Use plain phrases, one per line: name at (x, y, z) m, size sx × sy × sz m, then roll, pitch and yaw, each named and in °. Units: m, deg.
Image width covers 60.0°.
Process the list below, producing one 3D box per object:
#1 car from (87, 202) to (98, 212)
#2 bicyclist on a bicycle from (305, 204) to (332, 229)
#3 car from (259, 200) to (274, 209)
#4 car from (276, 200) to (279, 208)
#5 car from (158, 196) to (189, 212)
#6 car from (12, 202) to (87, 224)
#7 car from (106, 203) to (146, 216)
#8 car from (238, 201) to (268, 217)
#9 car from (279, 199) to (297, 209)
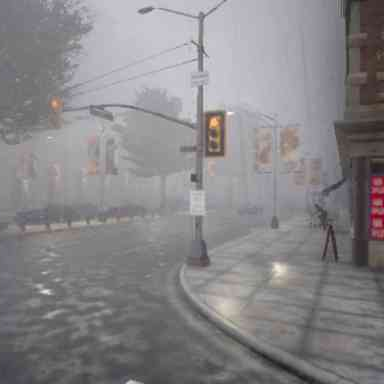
car at (-12.974, 1.770, 37.968) m, size 1.895 × 1.301 × 4.718 m, roll 0°, pitch -1°, yaw 25°
bicyclist on a bicycle at (8.236, 1.597, 21.626) m, size 1.656 × 1.620 × 0.582 m, roll 0°, pitch -1°, yaw 25°
car at (12.272, 2.132, 56.954) m, size 1.882 × 1.535 × 5.008 m, roll 0°, pitch -1°, yaw 25°
car at (16.343, 2.330, 65.874) m, size 2.033 × 1.411 × 5.357 m, roll 0°, pitch -1°, yaw 25°
car at (-2.369, 1.589, 44.920) m, size 2.150 × 2.045 × 5.566 m, roll 0°, pitch -1°, yaw 25°
car at (-11.166, 1.642, 26.129) m, size 2.033 × 1.411 × 5.357 m, roll 0°, pitch -1°, yaw 25°
car at (-6.931, 1.827, 35.192) m, size 1.895 × 1.301 × 4.718 m, roll 0°, pitch -1°, yaw 25°
car at (6.624, 2.007, 36.569) m, size 1.895 × 1.301 × 4.718 m, roll 0°, pitch -1°, yaw 25°
car at (17.529, 2.100, 59.908) m, size 2.097 × 1.767 × 4.553 m, roll 0°, pitch 0°, yaw 25°
